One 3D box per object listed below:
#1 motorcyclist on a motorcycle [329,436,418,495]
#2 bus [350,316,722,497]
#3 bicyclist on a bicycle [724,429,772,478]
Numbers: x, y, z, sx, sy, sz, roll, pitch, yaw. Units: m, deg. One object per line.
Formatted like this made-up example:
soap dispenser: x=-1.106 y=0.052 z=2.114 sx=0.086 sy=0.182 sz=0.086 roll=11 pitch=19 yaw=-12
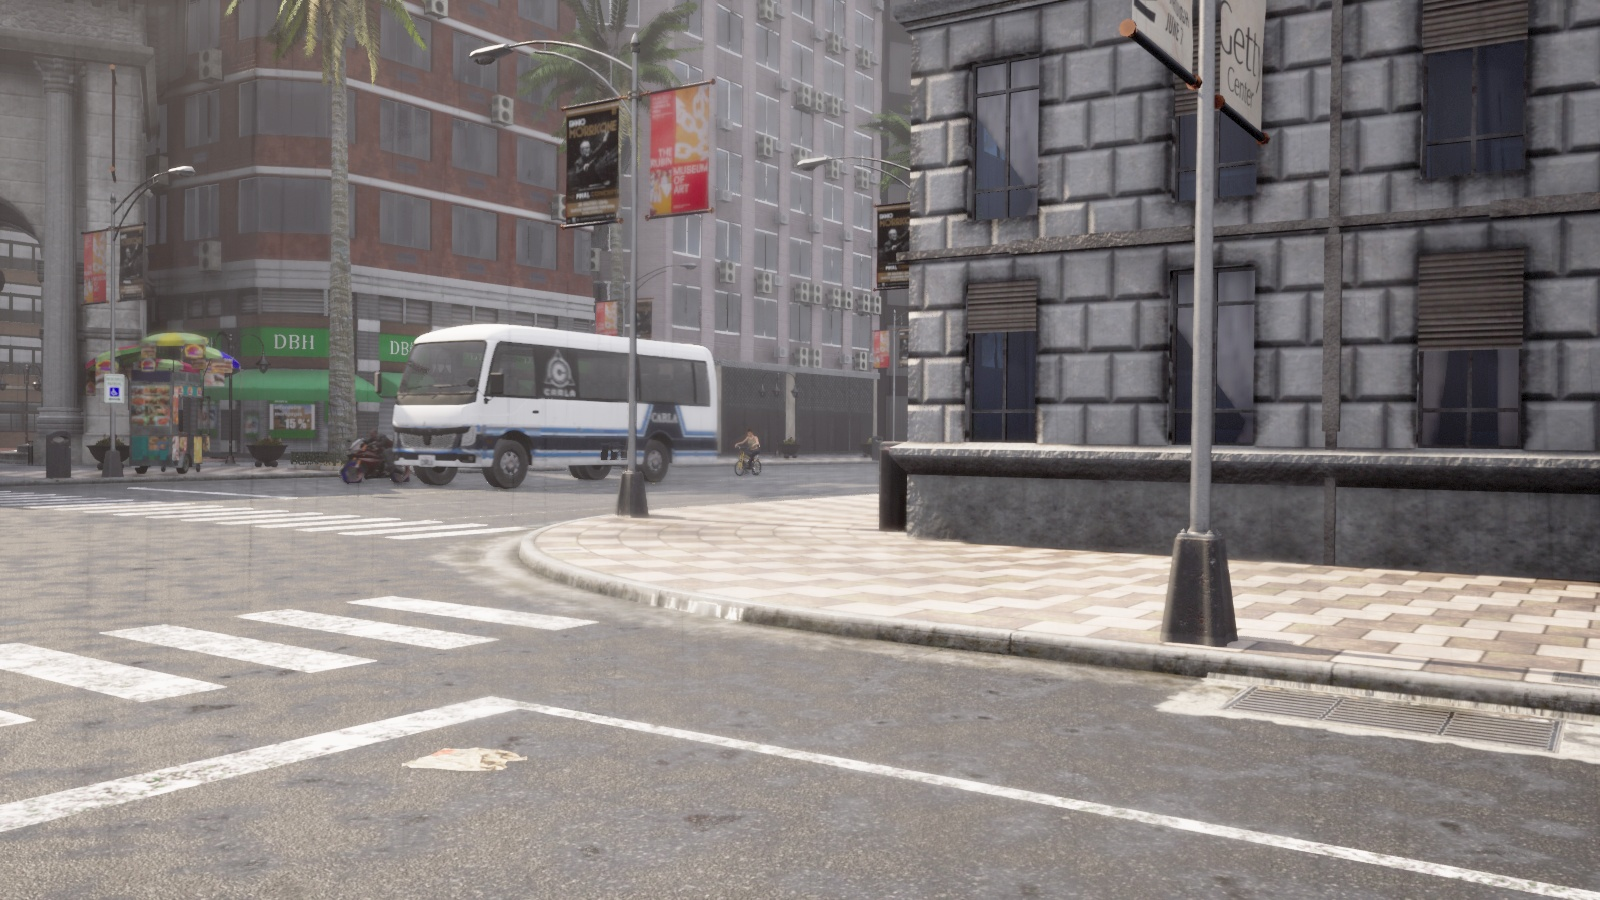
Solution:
motorcyclist on a motorcycle: x=-11.592 y=0.405 z=34.181 sx=0.866 sy=1.530 sz=2.191 roll=0 pitch=1 yaw=34
bus: x=-6.891 y=-1.060 z=34.988 sx=3.944 sy=4.253 sz=10.273 roll=0 pitch=0 yaw=34
bicyclist on a bicycle: x=-1.744 y=0.104 z=42.478 sx=0.866 sy=1.612 sz=1.509 roll=0 pitch=1 yaw=34
